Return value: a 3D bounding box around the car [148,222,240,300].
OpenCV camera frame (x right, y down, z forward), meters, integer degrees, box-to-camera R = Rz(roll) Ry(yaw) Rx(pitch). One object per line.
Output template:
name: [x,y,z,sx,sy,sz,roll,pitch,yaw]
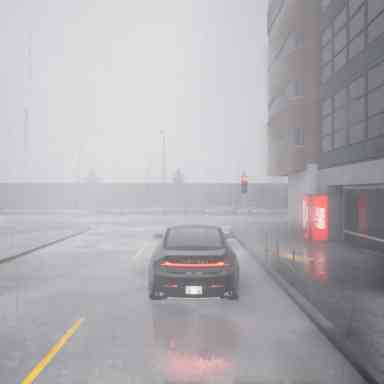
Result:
car: [0.055,1.505,8.361,1.837,1.490,4.892,0,0,1]
